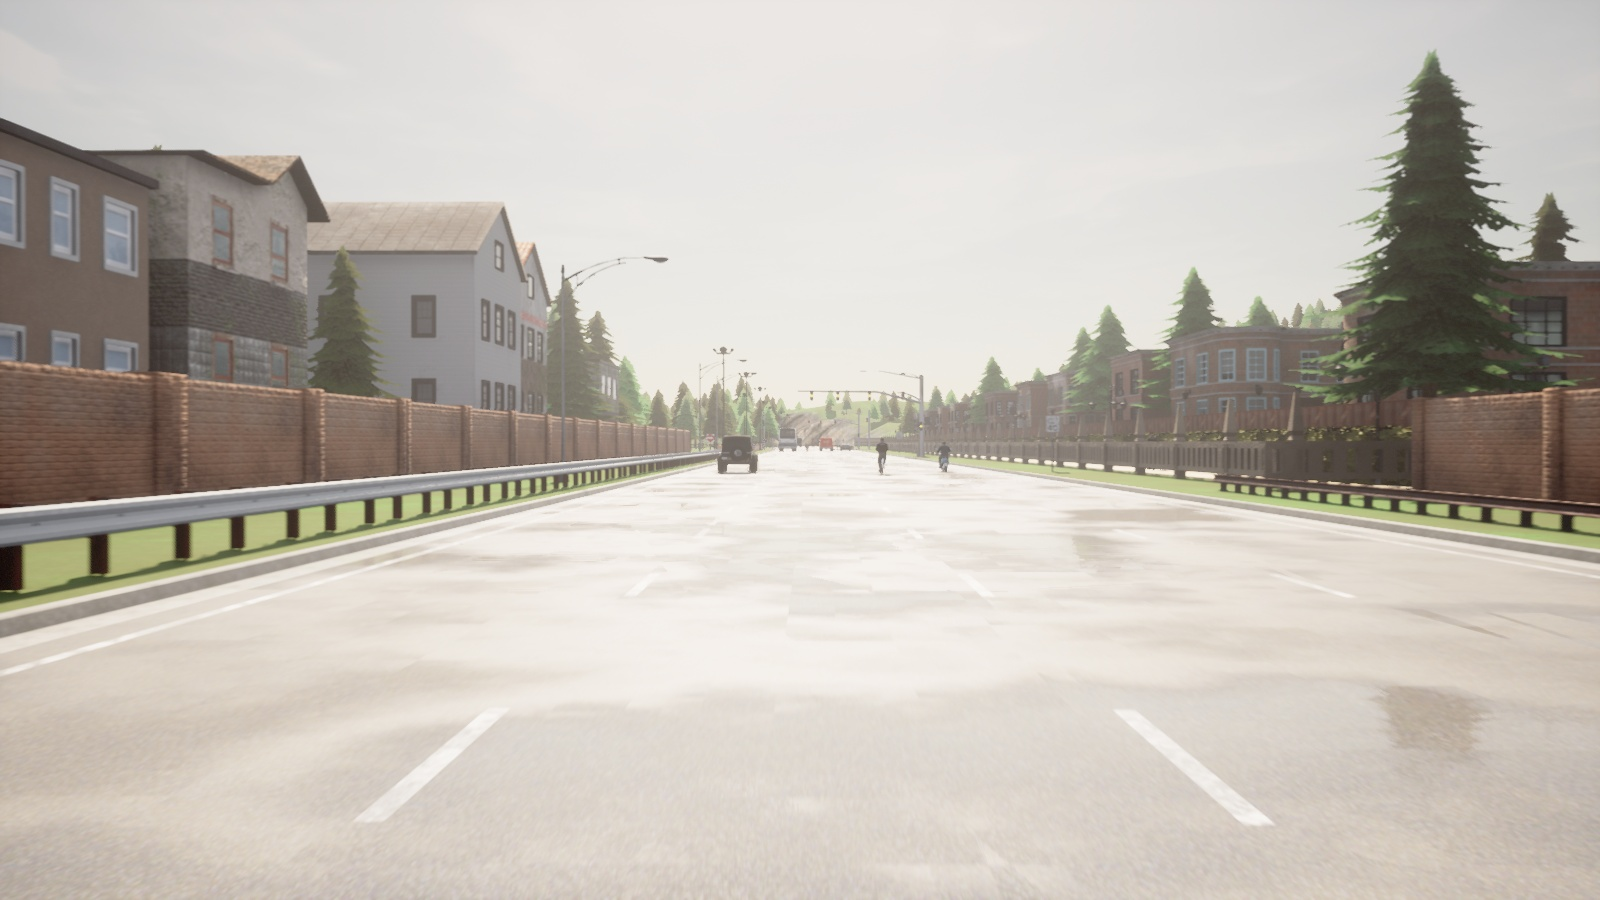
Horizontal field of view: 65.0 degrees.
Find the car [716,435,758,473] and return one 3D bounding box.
[{"bbox_3d":[-3.125,0.184,63.329,1.905,1.878,3.866,0,0,0],"label":"car"}]
